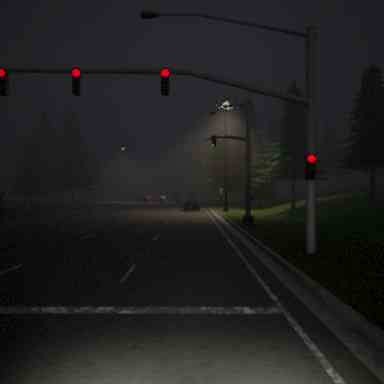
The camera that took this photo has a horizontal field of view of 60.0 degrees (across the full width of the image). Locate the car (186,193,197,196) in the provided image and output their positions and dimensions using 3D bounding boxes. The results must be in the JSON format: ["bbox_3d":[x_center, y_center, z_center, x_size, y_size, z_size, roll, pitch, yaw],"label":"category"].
[{"bbox_3d":[-0.077,1.205,70.607,2.150,2.045,5.566,0,0,0],"label":"car"}]

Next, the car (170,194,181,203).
[{"bbox_3d":[-3.577,1.533,70.990,1.994,1.385,4.181,0,0,0],"label":"car"}]

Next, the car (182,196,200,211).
[{"bbox_3d":[-0.043,1.519,39.964,1.812,1.442,4.674,0,0,0],"label":"car"}]

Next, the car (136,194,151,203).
[{"bbox_3d":[-10.577,1.520,70.566,2.033,1.411,5.357,0,0,0],"label":"car"}]

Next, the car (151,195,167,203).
[{"bbox_3d":[-7.078,1.576,71.016,1.895,1.301,4.718,0,0,0],"label":"car"}]

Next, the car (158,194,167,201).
[{"bbox_3d":[-7.088,1.343,80.990,1.812,1.442,4.674,0,0,0],"label":"car"}]

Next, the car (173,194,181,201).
[{"bbox_3d":[-3.588,1.297,80.994,1.882,1.535,5.008,0,0,0],"label":"car"}]

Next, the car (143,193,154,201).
[{"bbox_3d":[-10.588,1.174,80.956,2.097,1.767,4.553,0,0,0],"label":"car"}]
